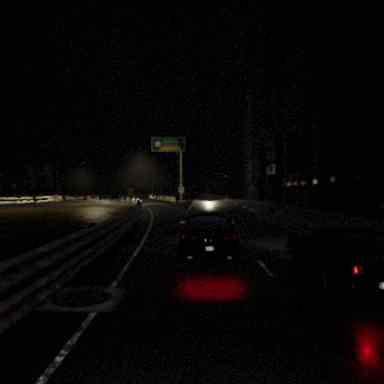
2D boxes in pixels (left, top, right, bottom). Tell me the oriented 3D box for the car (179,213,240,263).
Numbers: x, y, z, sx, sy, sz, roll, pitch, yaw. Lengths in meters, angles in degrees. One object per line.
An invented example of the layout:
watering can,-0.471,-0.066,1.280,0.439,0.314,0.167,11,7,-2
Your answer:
car,0.581,1.487,12.073,1.882,1.535,5.008,0,0,2

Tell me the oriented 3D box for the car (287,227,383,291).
car,3.991,1.604,8.927,1.895,1.301,4.718,0,0,2

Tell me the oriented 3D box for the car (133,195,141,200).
car,-13.711,1.428,82.847,1.895,1.301,4.718,0,0,-14
